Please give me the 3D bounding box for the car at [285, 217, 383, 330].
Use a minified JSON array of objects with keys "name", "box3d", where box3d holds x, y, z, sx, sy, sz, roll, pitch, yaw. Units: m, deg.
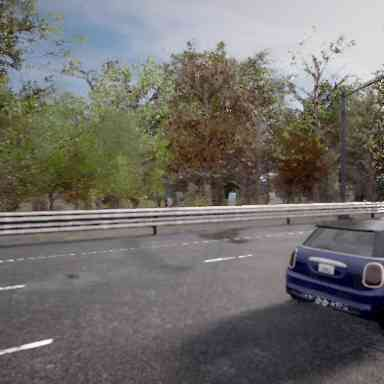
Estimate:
[{"name":"car","box3d":[4.117,1.346,6.873,4.553,1.767,2.097,0,0,-32]}]
